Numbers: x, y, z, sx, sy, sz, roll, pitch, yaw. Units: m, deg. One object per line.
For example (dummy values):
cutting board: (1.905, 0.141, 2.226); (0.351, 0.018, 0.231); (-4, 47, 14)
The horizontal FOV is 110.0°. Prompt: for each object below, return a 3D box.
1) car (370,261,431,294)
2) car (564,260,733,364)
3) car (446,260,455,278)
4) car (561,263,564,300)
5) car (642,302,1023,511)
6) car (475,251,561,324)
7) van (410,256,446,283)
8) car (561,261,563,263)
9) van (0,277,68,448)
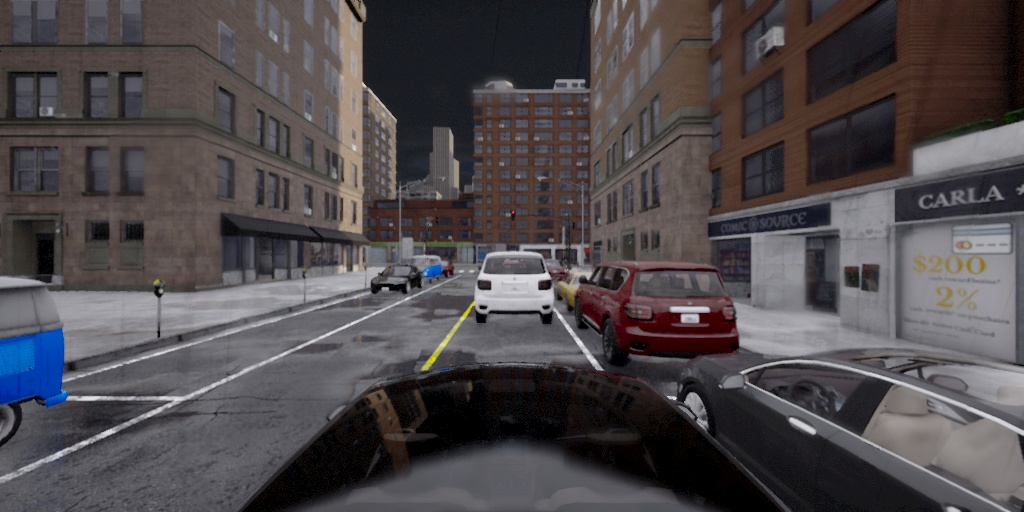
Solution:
car: (-5.859, 1.134, 18.759); (1.948, 1.339, 4.313); (0, 0, 0)
car: (2.668, 0.997, 7.794); (2.192, 1.841, 5.009); (0, 0, 0)
car: (-5.861, 1.002, 29.723); (1.888, 1.381, 4.507); (0, 0, 0)
car: (2.667, 1.150, 13.447); (1.751, 1.417, 4.829); (0, 0, 0)
car: (2.669, 1.293, 2.313); (2.007, 1.370, 4.403); (0, 0, 0)
car: (0.044, 0.865, 11.688); (2.150, 2.045, 5.566); (0, 1, -1)
van: (-5.860, 0.853, 24.241); (1.690, 1.789, 3.998); (0, 0, 0)
car: (2.665, 0.953, 24.241); (1.967, 1.591, 4.097); (0, 0, 0)
van: (-5.856, 1.084, 2.315); (1.690, 1.789, 3.998); (0, 0, 0)
